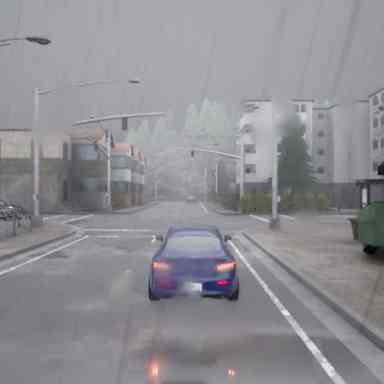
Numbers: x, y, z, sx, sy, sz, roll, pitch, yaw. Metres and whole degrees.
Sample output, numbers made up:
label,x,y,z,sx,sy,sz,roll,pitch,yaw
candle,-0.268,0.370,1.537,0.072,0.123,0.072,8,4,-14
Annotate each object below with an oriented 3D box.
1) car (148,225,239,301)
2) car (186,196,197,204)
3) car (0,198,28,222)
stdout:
label,x,y,z,sx,sy,sz,roll,pitch,yaw
car,0.042,1.530,8.207,1.812,1.442,4.674,0,0,0
car,-0.127,1.561,66.850,1.812,1.442,4.674,0,0,0
car,-14.480,1.189,24.208,4.553,1.767,2.097,0,0,3
